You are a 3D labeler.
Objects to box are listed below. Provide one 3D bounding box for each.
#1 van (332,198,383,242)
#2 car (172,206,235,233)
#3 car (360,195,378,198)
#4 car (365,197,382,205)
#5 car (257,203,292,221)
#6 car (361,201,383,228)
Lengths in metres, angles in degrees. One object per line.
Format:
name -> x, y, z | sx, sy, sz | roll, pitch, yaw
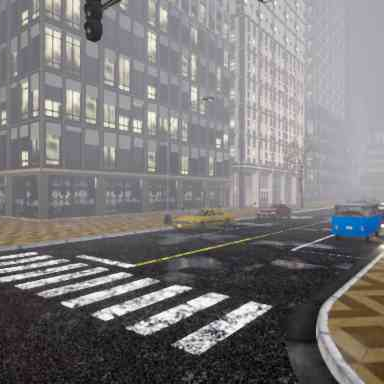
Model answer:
van -> 8.164, 1.366, 16.317 | 1.690, 1.788, 3.998 | 0, 0, 38
car -> 0.800, 1.535, 20.081 | 1.752, 1.417, 4.829 | 0, 0, 38
car -> 30.925, 1.376, 58.463 | 2.192, 1.841, 5.009 | 0, 0, 38
car -> 34.348, 1.620, 62.848 | 2.008, 1.369, 4.403 | 0, 0, 38
car -> 6.960, 1.598, 27.762 | 1.802, 1.307, 4.206 | 0, 0, 38
car -> 13.172, 1.470, 22.912 | 1.967, 1.590, 4.097 | 0, 0, 38
